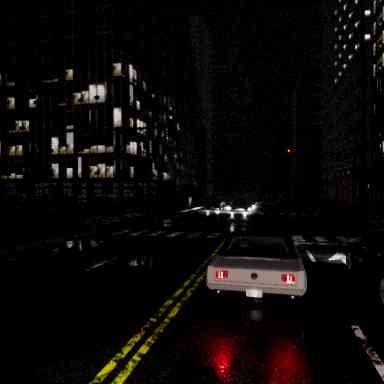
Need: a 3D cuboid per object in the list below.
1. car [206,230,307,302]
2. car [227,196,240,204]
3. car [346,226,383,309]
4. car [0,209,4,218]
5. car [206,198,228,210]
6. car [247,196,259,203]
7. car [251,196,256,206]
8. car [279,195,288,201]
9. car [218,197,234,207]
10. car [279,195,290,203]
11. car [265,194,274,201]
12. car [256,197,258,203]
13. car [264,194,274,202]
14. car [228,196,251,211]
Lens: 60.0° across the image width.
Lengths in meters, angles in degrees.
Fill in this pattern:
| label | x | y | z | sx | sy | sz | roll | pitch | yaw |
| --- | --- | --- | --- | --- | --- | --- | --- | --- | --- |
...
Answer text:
| label | x | y | z | sx | sy | sz | roll | pitch | yaw |
| --- | --- | --- | --- | --- | --- | --- | --- | --- | --- |
| car | 1.702 | 1.597 | 8.344 | 1.895 | 1.301 | 4.718 | 0 | 0 | 14 |
| car | 7.885 | 1.460 | 63.169 | 1.837 | 1.490 | 4.892 | 0 | 0 | 14 |
| car | 4.832 | 1.501 | 7.441 | 1.837 | 1.490 | 4.892 | 0 | 0 | 13 |
| car | -17.326 | 1.435 | 26.672 | 4.313 | 1.339 | 1.947 | 1 | 1 | 14 |
| car | 3.125 | 1.524 | 43.174 | 2.033 | 1.411 | 5.357 | 0 | 0 | 13 |
| car | 12.822 | 1.485 | 69.733 | 2.033 | 1.411 | 5.357 | 0 | 0 | 13 |
| car | 8.013 | 1.460 | 49.733 | 2.128 | 1.511 | 4.902 | 0 | 0 | 13 |
| car | 21.873 | 1.355 | 79.809 | 1.895 | 1.301 | 4.718 | 0 | 0 | 13 |
| car | 5.454 | 1.567 | 53.040 | 1.895 | 1.301 | 4.718 | 0 | 0 | 13 |
| car | 19.479 | 1.474 | 69.640 | 2.033 | 1.411 | 5.357 | 0 | 0 | 13 |
| car | 18.703 | 1.286 | 80.526 | 2.128 | 1.511 | 4.902 | 0 | 0 | 13 |
| car | 10.351 | 1.559 | 59.539 | 1.895 | 1.301 | 4.718 | 0 | 0 | 14 |
| car | 16.418 | 1.530 | 70.821 | 1.895 | 1.301 | 4.718 | 0 | 0 | 13 |
| car | 5.893 | 1.503 | 40.731 | 1.812 | 1.442 | 4.674 | 0 | 0 | 13 |
